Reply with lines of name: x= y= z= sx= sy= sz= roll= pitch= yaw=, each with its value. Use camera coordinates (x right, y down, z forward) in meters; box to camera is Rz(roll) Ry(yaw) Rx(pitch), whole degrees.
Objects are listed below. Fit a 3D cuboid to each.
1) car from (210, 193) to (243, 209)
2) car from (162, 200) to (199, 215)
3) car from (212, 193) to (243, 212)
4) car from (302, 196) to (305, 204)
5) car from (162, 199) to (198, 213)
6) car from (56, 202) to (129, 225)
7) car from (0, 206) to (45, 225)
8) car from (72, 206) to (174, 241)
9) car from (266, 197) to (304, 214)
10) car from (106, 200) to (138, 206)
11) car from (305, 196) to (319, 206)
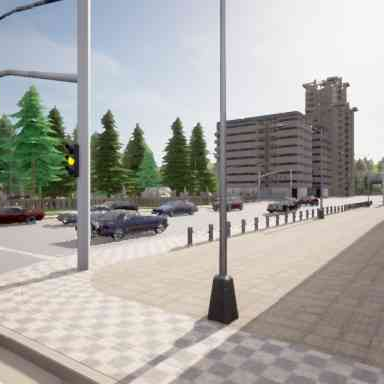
car: x=4.951 y=1.221 z=46.594 sx=2.150 sy=2.045 sz=5.566 roll=0 pitch=0 yaw=36
car: x=-1.502 y=1.547 z=31.563 sx=2.033 sy=1.411 sz=5.357 roll=0 pitch=0 yaw=36
car: x=4.304 y=1.352 z=39.699 sx=2.097 sy=1.767 sz=4.553 roll=0 pitch=0 yaw=36
car: x=13.785 y=1.505 z=46.668 sx=1.837 sy=1.490 sz=4.892 roll=0 pitch=0 yaw=36
car: x=-1.298 y=1.564 z=37.891 sx=1.994 sy=1.385 sz=4.181 roll=0 pitch=0 yaw=35
car: x=-7.103 y=1.601 z=23.703 sx=1.895 sy=1.301 sz=4.718 roll=0 pitch=0 yaw=35
car: x=-12.527 y=1.601 z=22.200 sx=1.895 sy=1.301 sz=4.718 roll=0 pitch=0 yaw=37
car: x=-3.267 y=1.601 z=16.686 sx=1.895 sy=1.301 sz=4.718 roll=0 pitch=0 yaw=36
car: x=9.546 y=1.547 z=34.679 sx=2.033 sy=1.411 sz=5.357 roll=0 pitch=0 yaw=35
car: x=-7.044 y=1.478 z=29.821 sx=1.882 sy=1.535 sz=5.008 roll=0 pitch=0 yaw=36
car: x=19.073 y=1.352 z=54.098 sx=2.097 sy=1.767 sz=4.553 roll=0 pitch=0 yaw=35
